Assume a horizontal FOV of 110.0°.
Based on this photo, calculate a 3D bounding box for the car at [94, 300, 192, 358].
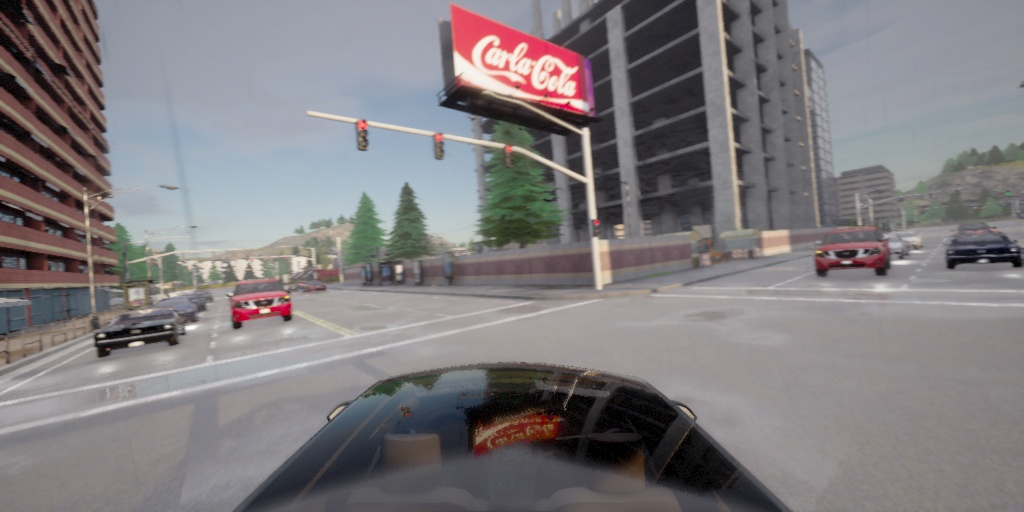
[{"bbox_3d":[-13.147,2.568,12.936,1.895,1.301,4.718,-5,-1,-39],"label":"car"}]

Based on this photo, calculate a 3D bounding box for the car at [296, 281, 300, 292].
[{"bbox_3d":[-29.700,4.172,50.617,2.128,1.511,4.902,-5,-1,-39],"label":"car"}]

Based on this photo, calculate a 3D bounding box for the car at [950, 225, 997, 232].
[{"bbox_3d":[27.412,-0.907,21.221,4.181,1.385,1.994,-5,-1,-38],"label":"car"}]

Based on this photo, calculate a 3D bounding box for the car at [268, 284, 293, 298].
[{"bbox_3d":[-26.705,3.953,41.365,1.895,1.301,4.718,-5,-1,-38],"label":"car"}]

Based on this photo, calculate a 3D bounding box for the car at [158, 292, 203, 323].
[{"bbox_3d":[-18.826,3.037,20.063,1.812,1.442,4.674,-5,-1,-39],"label":"car"}]

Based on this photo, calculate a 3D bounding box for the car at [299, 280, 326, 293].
[{"bbox_3d":[-24.094,3.708,43.701,1.994,1.385,4.181,-5,-1,-39],"label":"car"}]

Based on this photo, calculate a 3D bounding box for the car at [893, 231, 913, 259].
[{"bbox_3d":[23.157,-0.570,22.314,4.674,1.442,1.812,-5,-1,-38],"label":"car"}]

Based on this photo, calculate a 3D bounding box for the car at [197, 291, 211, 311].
[{"bbox_3d":[-25.053,3.671,27.859,1.994,1.385,4.181,-5,-1,-39],"label":"car"}]

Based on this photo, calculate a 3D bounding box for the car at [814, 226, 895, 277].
[{"bbox_3d":[15.546,-0.264,16.337,5.566,2.045,2.150,-5,-1,-41],"label":"car"}]

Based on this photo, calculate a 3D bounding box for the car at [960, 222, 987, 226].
[{"bbox_3d":[35.393,-1.762,27.497,4.553,1.767,2.097,-5,-1,-38],"label":"car"}]

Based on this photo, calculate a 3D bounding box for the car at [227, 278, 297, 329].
[{"bbox_3d":[-12.174,2.137,17.276,2.150,2.045,5.566,-5,-1,-39],"label":"car"}]

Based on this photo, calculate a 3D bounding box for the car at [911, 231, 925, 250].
[{"bbox_3d":[31.138,-1.212,28.592,4.674,1.442,1.812,-5,-1,-38],"label":"car"}]

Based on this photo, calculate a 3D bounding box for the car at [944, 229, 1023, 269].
[{"bbox_3d":[19.652,-0.247,15.068,4.718,1.301,1.895,-5,-1,-38],"label":"car"}]

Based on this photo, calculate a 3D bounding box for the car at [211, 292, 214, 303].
[{"bbox_3d":[-34.150,4.545,39.391,1.994,1.385,4.181,-5,-1,-39],"label":"car"}]
